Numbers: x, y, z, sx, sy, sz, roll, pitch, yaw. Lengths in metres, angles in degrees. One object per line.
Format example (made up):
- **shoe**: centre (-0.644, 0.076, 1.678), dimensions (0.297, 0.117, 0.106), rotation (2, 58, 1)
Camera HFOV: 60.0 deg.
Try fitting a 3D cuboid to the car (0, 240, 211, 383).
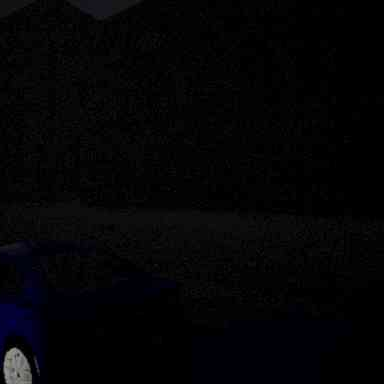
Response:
- **car**: centre (-2.430, 1.484, 5.033), dimensions (5.008, 1.535, 2.097), rotation (0, 0, 35)
